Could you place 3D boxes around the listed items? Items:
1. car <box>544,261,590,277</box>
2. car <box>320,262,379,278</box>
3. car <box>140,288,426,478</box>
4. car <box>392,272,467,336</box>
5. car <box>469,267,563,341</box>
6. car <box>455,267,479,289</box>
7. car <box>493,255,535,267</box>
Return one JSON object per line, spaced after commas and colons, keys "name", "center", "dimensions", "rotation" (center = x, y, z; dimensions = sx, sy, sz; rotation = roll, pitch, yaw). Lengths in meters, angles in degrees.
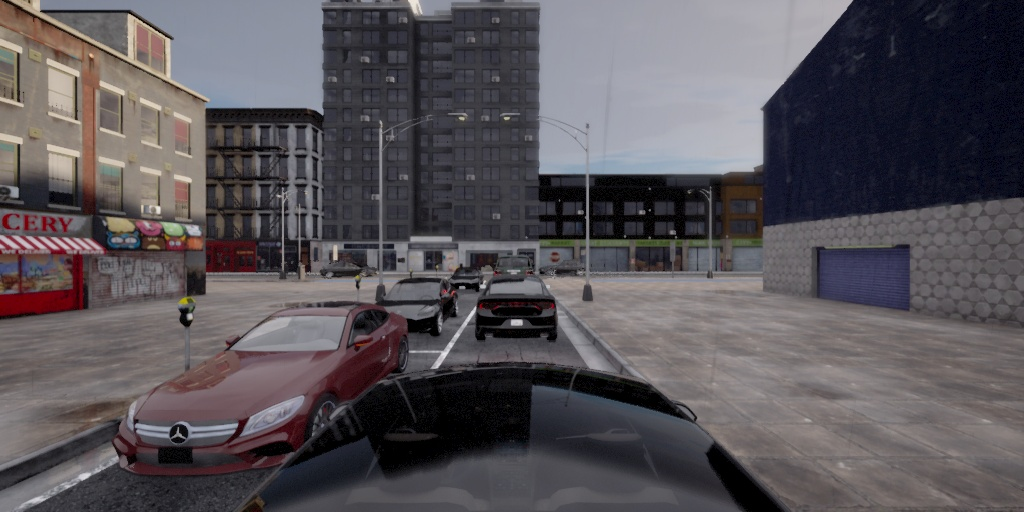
{"name": "car", "center": [5.080, 1.229, 34.816], "dimensions": [4.892, 1.490, 1.837], "rotation": [0, 0, 0]}
{"name": "car", "center": [-14.356, 1.285, 31.867], "dimensions": [4.892, 1.490, 1.837], "rotation": [0, 0, 0]}
{"name": "car", "center": [-2.640, 1.331, 4.909], "dimensions": [1.802, 1.307, 4.207], "rotation": [0, 0, 0]}
{"name": "car", "center": [-2.640, 1.314, 10.361], "dimensions": [1.948, 1.339, 4.313], "rotation": [0, 0, 0]}
{"name": "car", "center": [0.095, 1.226, 9.893], "dimensions": [1.882, 1.535, 5.008], "rotation": [0, 0, 0]}
{"name": "car", "center": [-2.642, 1.313, 21.266], "dimensions": [1.948, 1.339, 4.313], "rotation": [0, 0, 0]}
{"name": "car", "center": [0.109, 0.970, 20.105], "dimensions": [2.150, 2.045, 5.566], "rotation": [0, 0, 1]}
